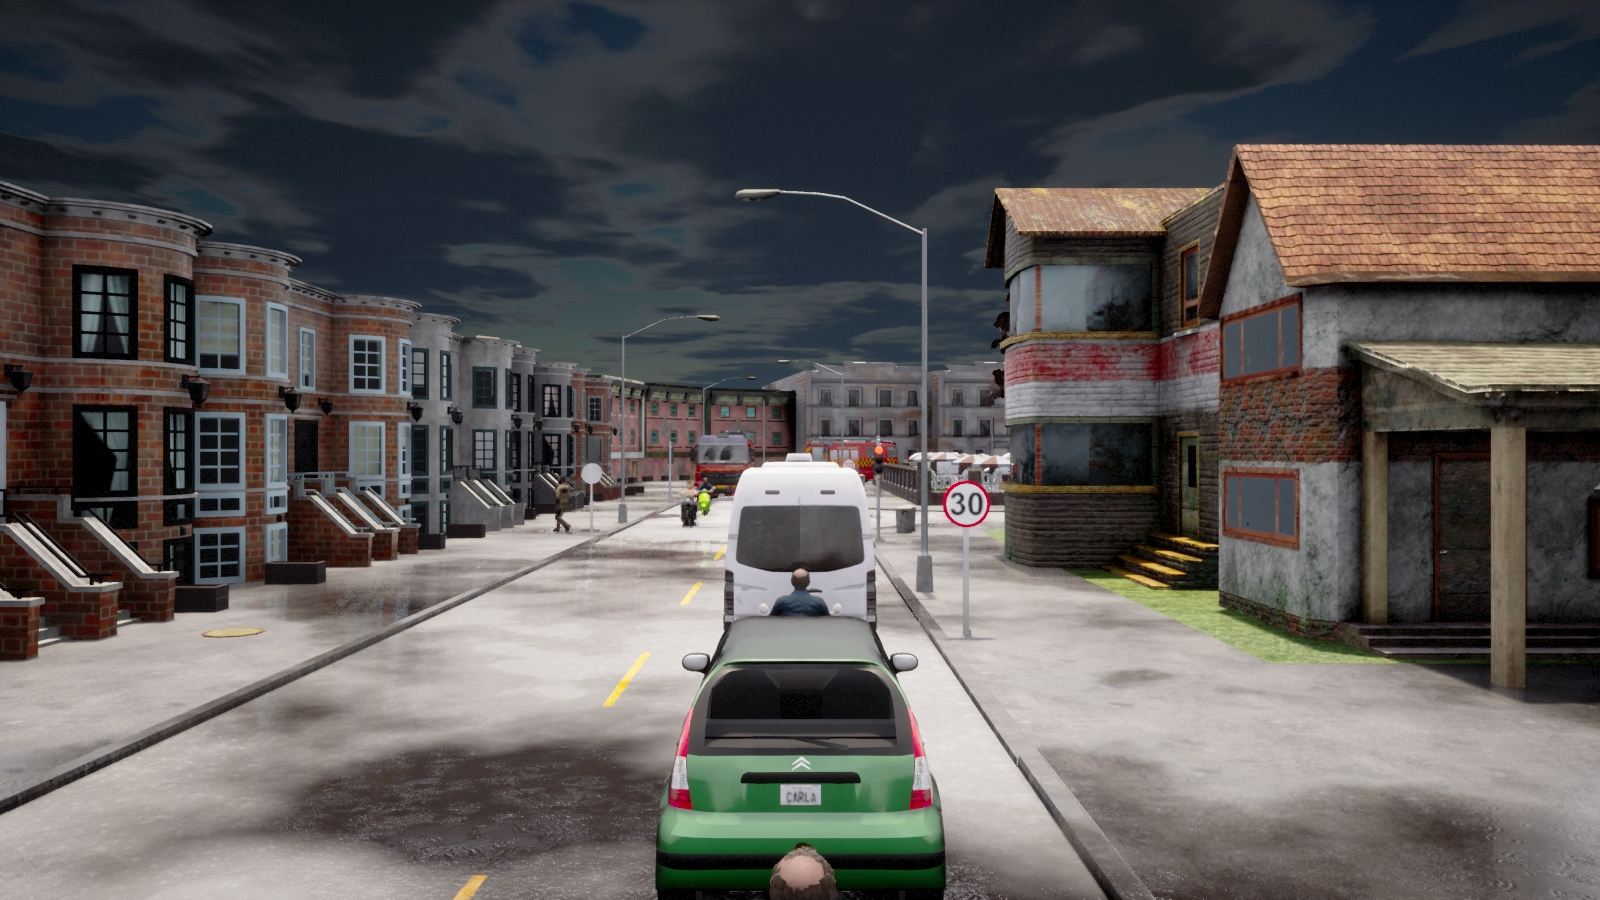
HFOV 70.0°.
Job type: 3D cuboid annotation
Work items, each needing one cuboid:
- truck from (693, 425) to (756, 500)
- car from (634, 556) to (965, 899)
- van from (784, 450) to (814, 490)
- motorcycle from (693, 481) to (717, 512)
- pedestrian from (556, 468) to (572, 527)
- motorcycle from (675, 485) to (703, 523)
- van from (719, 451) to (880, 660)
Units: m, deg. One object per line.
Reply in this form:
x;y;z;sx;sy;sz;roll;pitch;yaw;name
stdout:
-4.022;0.647;62.855;2.891;3.827;8.468;0;0;0;truck
-0.003;1.776;8.385;1.851;1.617;3.988;0;0;0;car
-0.059;1.286;76.777;1.988;2.561;5.915;0;0;0;van
-4.003;1.944;48.260;0.856;1.236;1.805;0;0;0;motorcycle
-7.580;1.512;36.698;0.375;1.860;0.375;0;0;31;pedestrian
-4.001;1.934;41.268;0.764;1.277;2.356;0;0;0;motorcycle
-0.006;1.308;17.043;1.988;2.561;5.915;0;0;0;van
